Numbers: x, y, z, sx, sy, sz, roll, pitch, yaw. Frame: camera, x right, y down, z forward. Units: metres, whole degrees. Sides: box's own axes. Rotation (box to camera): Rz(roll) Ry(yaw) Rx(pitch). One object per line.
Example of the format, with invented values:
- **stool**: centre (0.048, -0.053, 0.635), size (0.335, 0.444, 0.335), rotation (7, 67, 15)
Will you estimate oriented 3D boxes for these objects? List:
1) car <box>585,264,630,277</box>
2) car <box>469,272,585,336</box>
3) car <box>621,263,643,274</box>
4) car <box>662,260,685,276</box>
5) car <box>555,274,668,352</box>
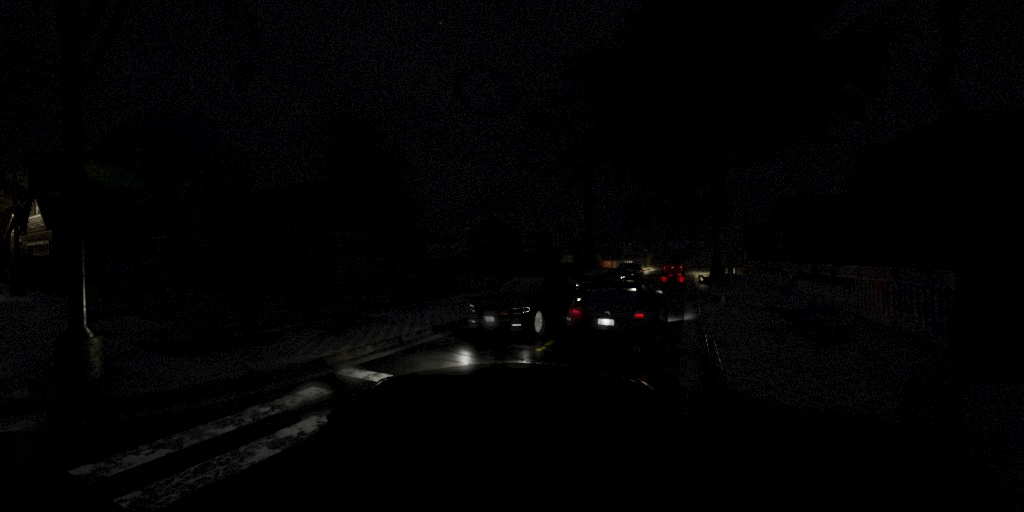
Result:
- **car**: centre (4.950, 1.351, 19.915), size (2.033, 1.411, 5.357), rotation (-1, 0, 25)
- **car**: centre (0.566, 1.281, 11.042), size (1.882, 1.535, 5.008), rotation (-1, 0, 26)
- **car**: centre (9.404, 1.323, 28.897), size (1.837, 1.490, 4.892), rotation (-1, -1, 27)
- **car**: centre (17.083, 1.178, 37.894), size (2.097, 1.767, 4.553), rotation (-1, -1, 27)
- **car**: centre (2.815, 1.323, 9.158), size (1.994, 1.385, 4.181), rotation (-1, 0, 26)
